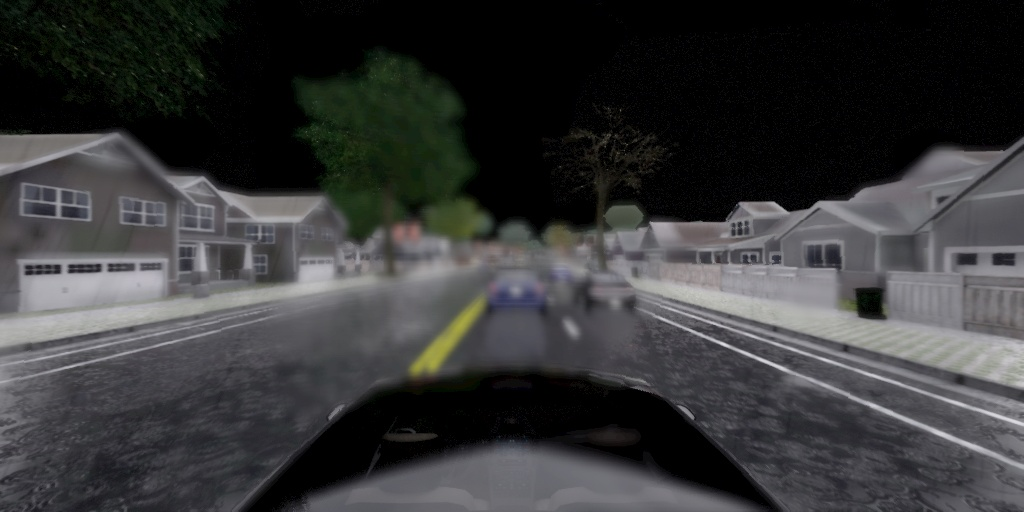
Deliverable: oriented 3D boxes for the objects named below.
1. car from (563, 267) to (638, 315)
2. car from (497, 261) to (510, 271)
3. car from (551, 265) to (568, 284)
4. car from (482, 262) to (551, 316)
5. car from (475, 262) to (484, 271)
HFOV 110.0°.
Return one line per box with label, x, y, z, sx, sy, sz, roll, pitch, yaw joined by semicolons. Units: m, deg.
car;3.475;1.348;14.132;2.128;1.511;4.902;0;0;2
car;-1.455;1.686;59.952;1.837;1.490;4.892;0;0;3
car;4.013;1.502;29.734;1.812;1.442;4.674;0;0;3
car;0.224;1.205;14.098;2.097;1.767;4.553;0;-1;2
car;-4.761;1.699;58.827;1.812;1.442;4.674;0;0;3
